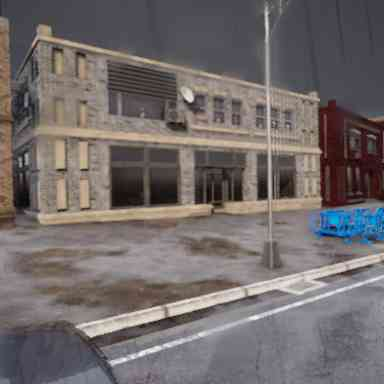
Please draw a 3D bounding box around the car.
[{"bbox_3d":[-2.866,1.559,1.331,5.357,1.411,2.033,-1,0,-35],"label":"car"}]
